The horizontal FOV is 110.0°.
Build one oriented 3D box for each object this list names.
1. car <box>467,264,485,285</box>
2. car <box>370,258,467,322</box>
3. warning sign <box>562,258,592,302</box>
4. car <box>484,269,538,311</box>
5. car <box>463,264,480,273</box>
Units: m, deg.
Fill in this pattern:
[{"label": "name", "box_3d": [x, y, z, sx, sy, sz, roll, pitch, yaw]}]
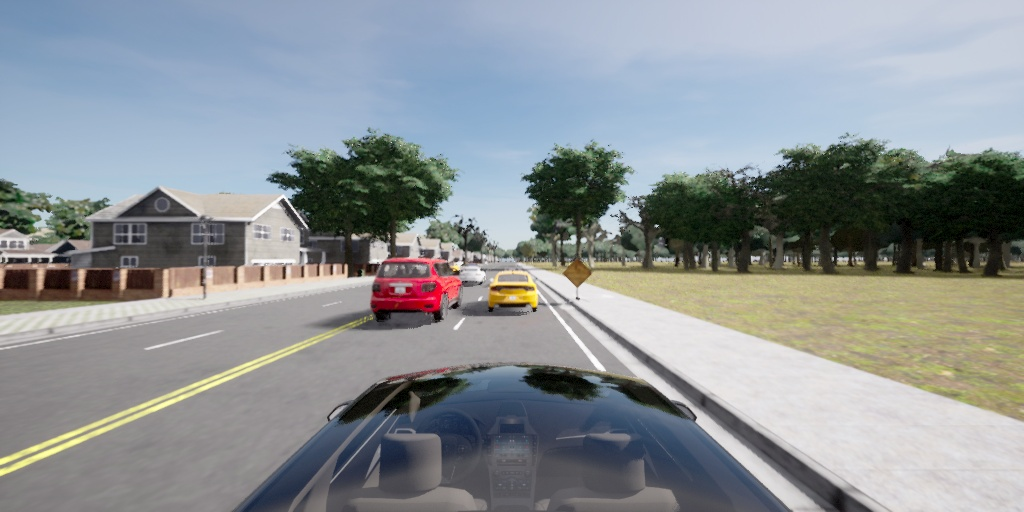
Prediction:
[{"label": "car", "box_3d": [-3.209, 1.606, 29.886, 1.812, 1.442, 4.674, 0, 0, 1]}, {"label": "car", "box_3d": [-3.224, 1.107, 13.104, 2.150, 2.045, 5.566, 0, 0, 0]}, {"label": "warning sign", "box_3d": [2.845, 1.029, 15.611, 1.300, 1.860, 1.060, 0, 0, 0]}, {"label": "car", "box_3d": [0.047, 1.387, 15.322, 1.882, 1.535, 5.008, 0, 0, 0]}, {"label": "car", "box_3d": [-6.569, 1.966, 58.621, 2.033, 1.411, 5.357, 0, -1, 1]}]
